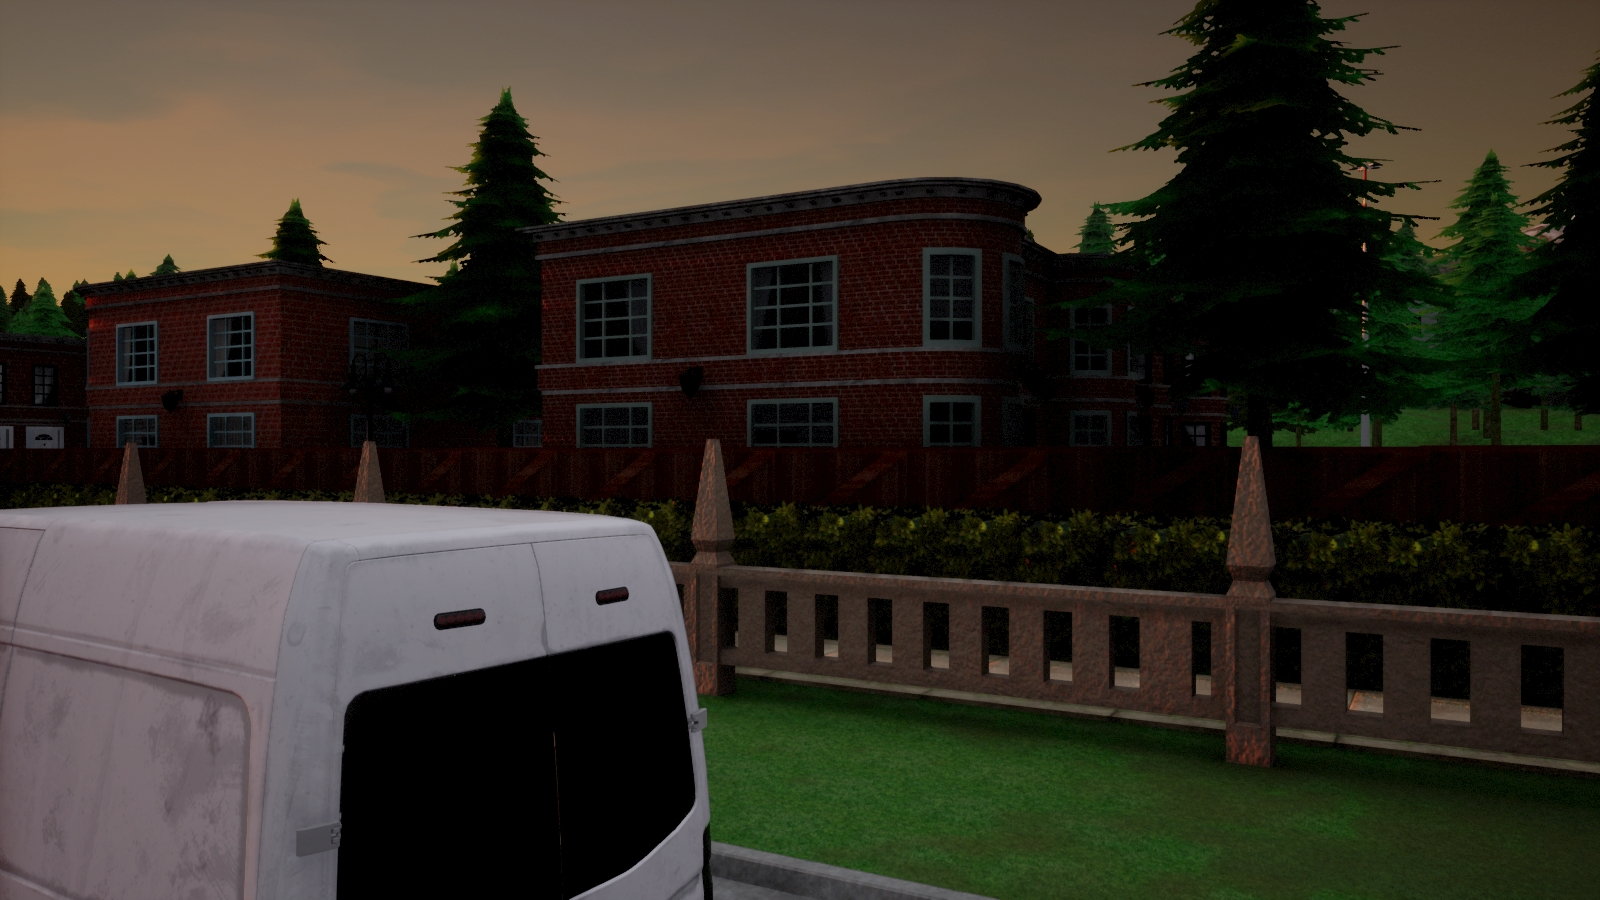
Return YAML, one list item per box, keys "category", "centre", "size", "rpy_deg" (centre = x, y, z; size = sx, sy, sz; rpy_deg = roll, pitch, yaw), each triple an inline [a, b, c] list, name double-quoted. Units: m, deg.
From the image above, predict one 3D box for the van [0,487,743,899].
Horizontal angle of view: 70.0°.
- category: "van"
  centre: [-3.240, 1.534, 5.467]
  size: [5.915, 2.561, 1.988]
  rpy_deg: [0, 0, 34]

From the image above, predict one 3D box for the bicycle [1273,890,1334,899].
- category: "bicycle"
  centre: [2.143, 2.060, 2.830]
  size: [1.835, 1.471, 0.329]
  rpy_deg: [0, 0, 30]
